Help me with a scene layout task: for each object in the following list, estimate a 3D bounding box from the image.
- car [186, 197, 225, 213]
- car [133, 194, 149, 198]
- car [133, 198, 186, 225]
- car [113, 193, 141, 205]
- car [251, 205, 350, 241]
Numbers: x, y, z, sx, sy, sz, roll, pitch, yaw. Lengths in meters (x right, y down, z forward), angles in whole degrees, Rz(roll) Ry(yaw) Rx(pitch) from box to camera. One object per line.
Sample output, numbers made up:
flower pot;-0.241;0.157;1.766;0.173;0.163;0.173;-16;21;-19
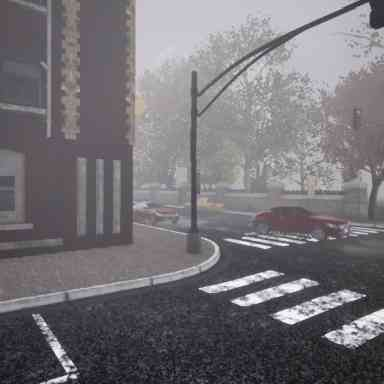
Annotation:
car;0.979;1.129;30.571;1.752;1.417;4.829;1;0;-36
car;-3.835;1.143;27.327;1.994;1.385;4.181;0;1;-36
car;-2.474;1.257;21.042;1.802;1.307;4.206;2;0;-36
car;-8.651;0.864;43.897;2.008;1.369;4.403;1;0;-36
car;5.015;1.363;15.955;1.812;1.442;4.674;0;1;-43
